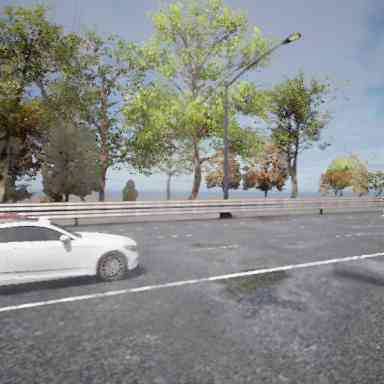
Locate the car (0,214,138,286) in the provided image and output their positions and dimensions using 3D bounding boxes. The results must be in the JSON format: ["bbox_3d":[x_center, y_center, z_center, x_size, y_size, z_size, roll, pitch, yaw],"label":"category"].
[{"bbox_3d":[-3.556,1.308,7.471,4.674,1.442,1.812,0,0,-28],"label":"car"}]
